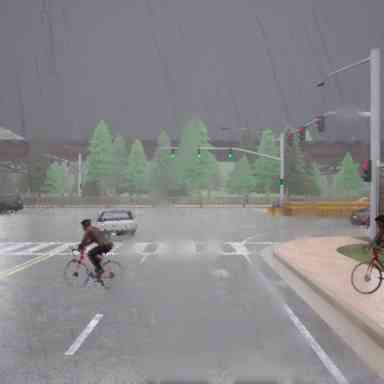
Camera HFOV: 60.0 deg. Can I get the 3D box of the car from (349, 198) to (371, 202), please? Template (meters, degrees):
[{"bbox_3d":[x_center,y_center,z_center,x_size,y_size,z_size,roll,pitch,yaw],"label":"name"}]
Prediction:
[{"bbox_3d":[22.155,1.478,42.759,5.008,1.535,1.882,0,0,-1],"label":"car"}]

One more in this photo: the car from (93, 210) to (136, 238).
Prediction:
[{"bbox_3d":[-3.885,1.601,17.275,1.895,1.301,4.718,0,0,-9],"label":"car"}]

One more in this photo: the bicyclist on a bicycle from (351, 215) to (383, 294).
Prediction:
[{"bbox_3d":[4.062,1.302,6.868,1.656,1.620,0.582,0,0,-5],"label":"bicyclist on a bicycle"}]

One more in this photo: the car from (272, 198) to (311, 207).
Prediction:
[{"bbox_3d":[12.752,1.505,42.608,4.892,1.490,1.837,0,0,-1],"label":"car"}]

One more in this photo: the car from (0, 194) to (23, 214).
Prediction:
[{"bbox_3d":[-20.965,1.221,35.295,5.566,2.045,2.150,0,-1,-1],"label":"car"}]

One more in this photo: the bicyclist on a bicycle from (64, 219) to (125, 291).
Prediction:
[{"bbox_3d":[-2.274,1.454,7.653,1.656,1.620,0.582,-2,-1,18],"label":"bicyclist on a bicycle"}]

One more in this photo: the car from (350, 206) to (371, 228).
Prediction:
[{"bbox_3d":[12.450,1.564,21.385,4.181,1.385,1.994,0,0,-2],"label":"car"}]
